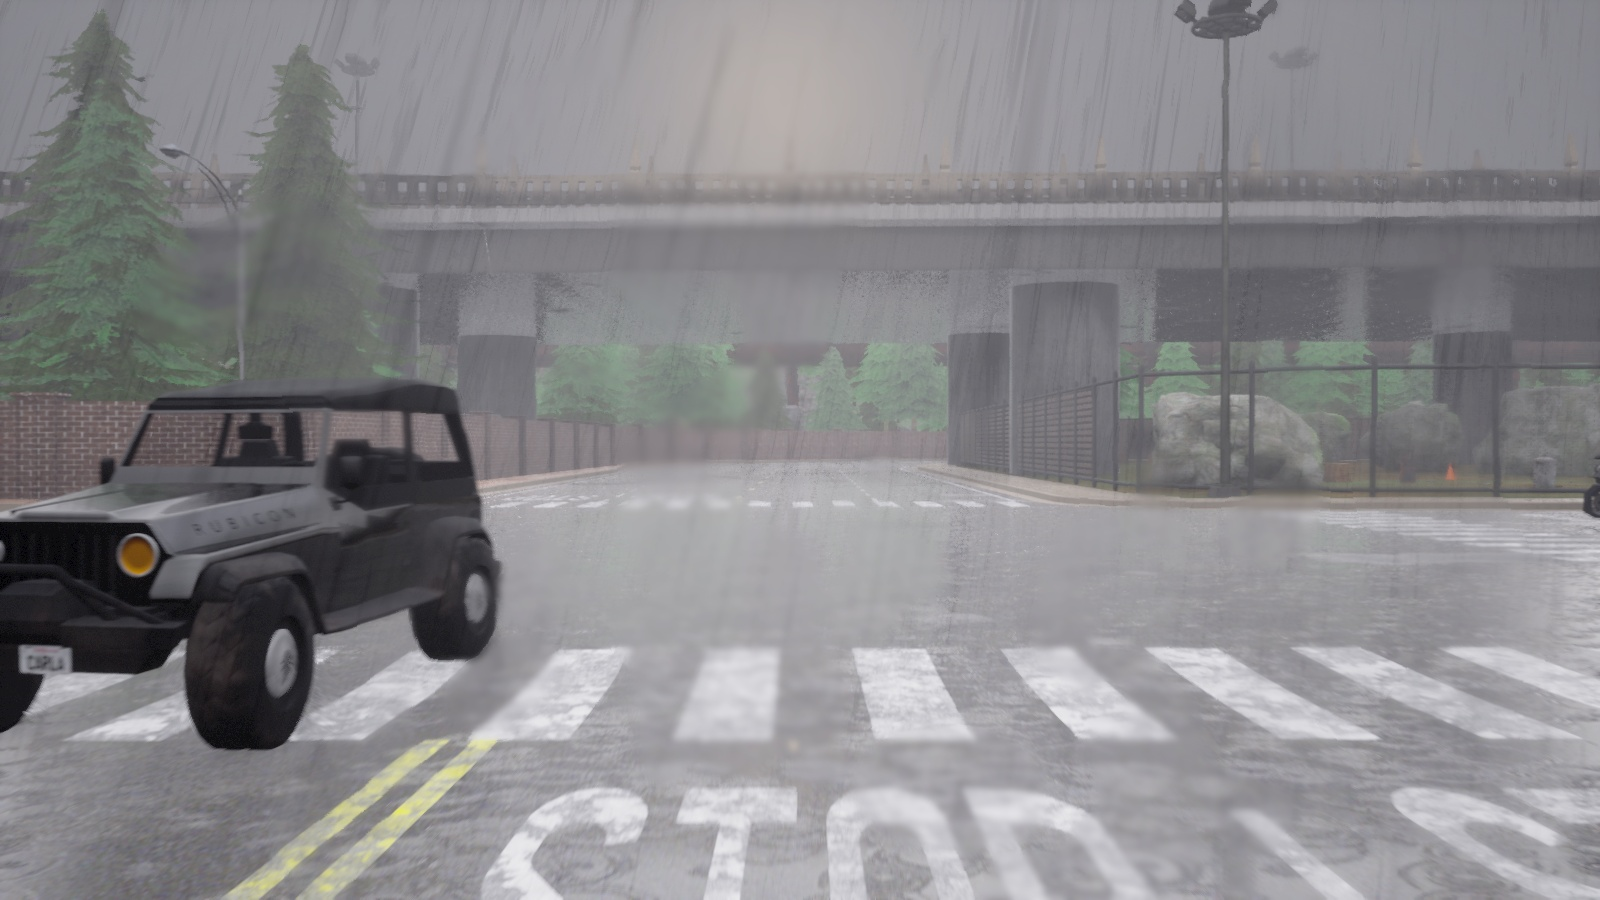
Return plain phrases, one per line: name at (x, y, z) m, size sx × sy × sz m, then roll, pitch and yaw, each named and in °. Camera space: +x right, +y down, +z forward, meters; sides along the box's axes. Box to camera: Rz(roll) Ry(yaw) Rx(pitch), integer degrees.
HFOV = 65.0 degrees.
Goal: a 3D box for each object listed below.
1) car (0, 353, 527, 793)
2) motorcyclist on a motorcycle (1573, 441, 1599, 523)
car at (-3.248, 0.479, 7.407) m, size 1.905 × 1.878 × 3.866 m, roll 0°, pitch 1°, yaw 9°
motorcyclist on a motorcycle at (16.045, 0.604, 23.858) m, size 2.191 × 1.530 × 0.866 m, roll 0°, pitch 0°, yaw 0°
